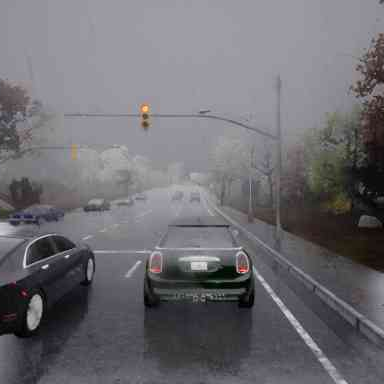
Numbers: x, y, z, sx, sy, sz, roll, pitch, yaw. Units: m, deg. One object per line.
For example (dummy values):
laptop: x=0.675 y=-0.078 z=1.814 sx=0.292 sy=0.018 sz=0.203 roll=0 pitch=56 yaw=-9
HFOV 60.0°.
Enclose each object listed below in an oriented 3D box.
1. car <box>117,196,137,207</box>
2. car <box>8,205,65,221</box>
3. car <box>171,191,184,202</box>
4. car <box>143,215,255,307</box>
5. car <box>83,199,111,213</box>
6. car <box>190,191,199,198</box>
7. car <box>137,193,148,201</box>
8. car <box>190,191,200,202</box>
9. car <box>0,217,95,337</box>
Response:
car: x=-10.188 y=1.550 z=51.164 sx=1.994 sy=1.385 sz=4.181 roll=0 pitch=1 yaw=1
car: x=-10.451 y=1.601 z=22.720 sx=1.895 sy=1.301 sz=4.718 roll=0 pitch=0 yaw=1
car: x=-2.984 y=1.070 z=64.608 sx=2.033 sy=1.411 sz=5.357 roll=0 pitch=3 yaw=1
car: x=0.143 y=1.352 z=8.127 sx=2.097 sy=1.767 sz=4.553 roll=0 pitch=0 yaw=0
car: x=-10.328 y=1.477 z=36.450 sx=1.882 sy=1.535 sz=5.008 roll=0 pitch=0 yaw=1
car: x=0.609 y=0.516 z=75.150 sx=2.033 sy=1.411 sz=5.357 roll=0 pitch=3 yaw=1
car: x=-9.990 y=0.988 z=66.262 sx=2.033 sy=1.411 sz=5.357 roll=0 pitch=3 yaw=1
car: x=0.606 y=1.125 z=63.503 sx=2.033 sy=1.411 sz=5.357 roll=0 pitch=3 yaw=1
car: x=-3.377 y=1.505 z=6.627 sx=1.837 sy=1.490 sz=4.892 roll=0 pitch=0 yaw=0
